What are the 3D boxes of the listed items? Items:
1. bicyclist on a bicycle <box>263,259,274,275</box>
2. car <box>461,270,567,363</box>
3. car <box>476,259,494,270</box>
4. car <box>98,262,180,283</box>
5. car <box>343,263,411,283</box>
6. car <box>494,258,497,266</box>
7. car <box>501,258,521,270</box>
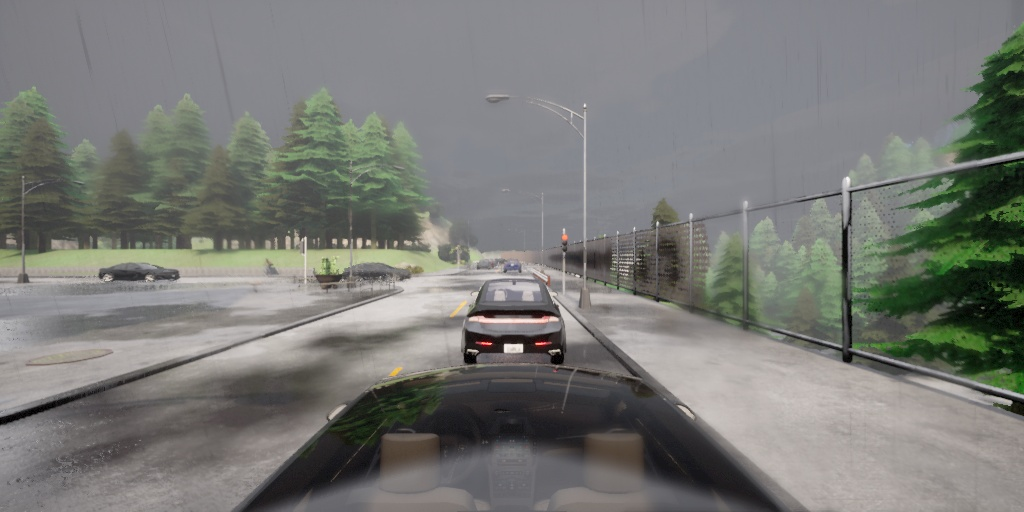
[{"bbox_3d":[-24.152,1.109,35.543,0.582,1.620,1.656,0,0,0],"label":"bicyclist on a bicycle"},{"bbox_3d":[0.047,1.243,8.061,2.128,1.511,4.902,0,0,1],"label":"car"},{"bbox_3d":[-4.089,1.270,52.481,1.837,1.490,4.892,0,0,0],"label":"car"},{"bbox_3d":[-28.110,1.235,27.149,5.008,1.535,1.882,0,0,0],"label":"car"},{"bbox_3d":[-10.232,1.264,27.415,4.892,1.490,1.837,-1,0,-5],"label":"car"},{"bbox_3d":[-4.062,1.245,62.004,1.882,1.535,5.008,0,0,0],"label":"car"},{"bbox_3d":[0.086,1.115,45.793,2.097,1.767,4.553,0,0,0],"label":"car"}]
